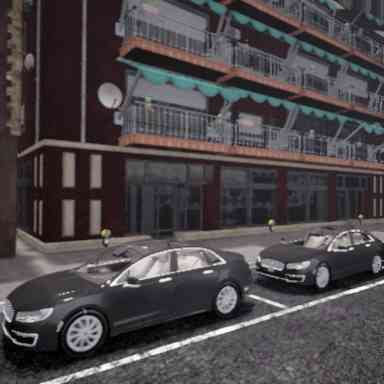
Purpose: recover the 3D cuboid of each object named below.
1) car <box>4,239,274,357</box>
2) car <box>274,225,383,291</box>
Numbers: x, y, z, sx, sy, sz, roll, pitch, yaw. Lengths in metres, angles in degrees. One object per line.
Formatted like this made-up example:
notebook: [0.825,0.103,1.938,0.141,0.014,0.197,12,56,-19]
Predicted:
car: [-0.843,1.578,5.961,4.403,1.369,2.008,1,0,-36]
car: [3.662,1.635,9.181,4.403,1.369,2.008,1,0,-36]
